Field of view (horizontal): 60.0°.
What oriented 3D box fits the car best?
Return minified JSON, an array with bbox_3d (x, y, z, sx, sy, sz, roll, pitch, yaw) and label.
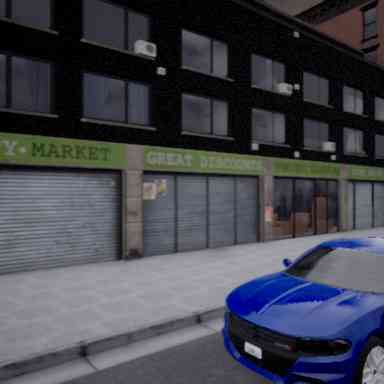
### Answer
[{"bbox_3d":[2.693,1.498,5.208,5.008,1.535,1.882,0,0,-36],"label":"car"}]
